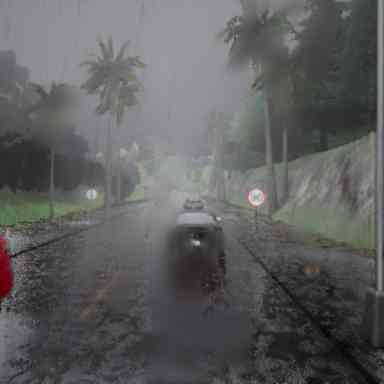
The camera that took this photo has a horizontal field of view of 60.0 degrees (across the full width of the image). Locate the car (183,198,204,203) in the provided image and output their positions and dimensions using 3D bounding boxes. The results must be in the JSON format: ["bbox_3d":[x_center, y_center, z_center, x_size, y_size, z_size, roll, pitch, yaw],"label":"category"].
[{"bbox_3d":[0.159,1.307,34.005,2.128,1.511,4.902,0,0,0],"label":"car"}]

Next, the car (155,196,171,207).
[{"bbox_3d":[-4.001,1.294,46.395,2.033,1.411,5.357,0,0,0],"label":"car"}]

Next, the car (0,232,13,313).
[{"bbox_3d":[-4.097,1.202,3.350,2.150,2.045,5.566,0,0,0],"label":"car"}]

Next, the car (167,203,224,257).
[{"bbox_3d":[0.120,1.408,12.694,1.882,1.535,5.008,0,0,0],"label":"car"}]
